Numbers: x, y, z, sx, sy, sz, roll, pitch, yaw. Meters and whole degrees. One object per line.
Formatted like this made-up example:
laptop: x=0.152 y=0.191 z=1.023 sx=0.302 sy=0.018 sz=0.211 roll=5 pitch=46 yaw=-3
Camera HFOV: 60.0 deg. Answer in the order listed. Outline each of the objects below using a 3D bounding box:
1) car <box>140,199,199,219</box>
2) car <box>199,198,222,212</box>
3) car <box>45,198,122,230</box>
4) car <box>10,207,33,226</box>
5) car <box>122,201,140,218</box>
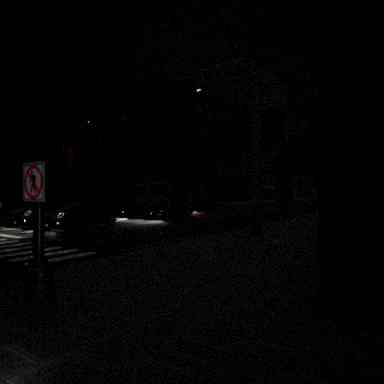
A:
car: x=-1.793 y=1.413 z=27.903 sx=1.837 sy=1.490 sz=4.892 roll=0 pitch=0 yaw=35
car: x=1.383 y=1.419 z=38.017 sx=2.033 sy=1.411 sz=5.357 roll=0 pitch=0 yaw=36
car: x=-6.929 y=1.298 z=20.648 sx=2.097 sy=1.767 sz=4.553 roll=0 pitch=0 yaw=35
car: x=-9.653 y=1.304 z=22.428 sx=2.097 sy=1.767 sz=4.553 roll=0 pitch=0 yaw=35
car: x=-4.663 y=1.480 z=29.487 sx=1.994 sy=1.385 sz=4.181 roll=0 pitch=0 yaw=35
